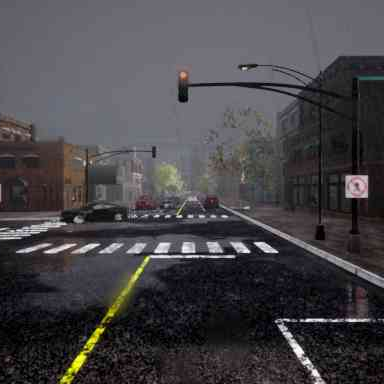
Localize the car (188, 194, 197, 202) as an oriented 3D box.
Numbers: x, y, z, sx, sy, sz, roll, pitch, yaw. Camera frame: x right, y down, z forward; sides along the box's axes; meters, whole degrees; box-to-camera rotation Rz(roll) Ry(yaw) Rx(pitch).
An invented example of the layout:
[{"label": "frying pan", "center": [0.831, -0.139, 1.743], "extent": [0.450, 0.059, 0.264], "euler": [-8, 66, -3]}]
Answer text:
[{"label": "car", "center": [0.039, 1.335, 79.249], "extent": [2.097, 1.767, 4.553], "euler": [0, 0, 0]}]

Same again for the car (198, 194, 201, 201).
[{"label": "car", "center": [2.719, 1.536, 63.559], "extent": [2.008, 1.369, 4.403], "euler": [-1, 0, 0]}]

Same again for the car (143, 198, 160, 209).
[{"label": "car", "center": [-5.670, 1.534, 46.930], "extent": [1.887, 1.381, 4.507], "euler": [-1, 0, 0]}]

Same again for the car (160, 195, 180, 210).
[{"label": "car", "center": [-3.071, 1.483, 42.521], "extent": [2.128, 1.511, 4.902], "euler": [0, 0, 0]}]

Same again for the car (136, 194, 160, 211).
[{"label": "car", "center": [-5.674, 1.306, 41.386], "extent": [2.192, 1.841, 5.009], "euler": [-1, 0, 0]}]

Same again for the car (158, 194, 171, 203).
[{"label": "car", "center": [-5.661, 1.298, 69.107], "extent": [2.192, 1.841, 5.009], "euler": [-1, 0, 0]}]

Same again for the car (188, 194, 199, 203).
[{"label": "car", "center": [0.131, 1.509, 69.111], "extent": [1.812, 1.442, 4.674], "euler": [0, 0, 0]}]

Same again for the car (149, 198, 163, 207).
[{"label": "car", "center": [-5.667, 1.570, 52.475], "extent": [1.802, 1.307, 4.206], "euler": [-1, 0, 0]}]

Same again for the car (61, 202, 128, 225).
[{"label": "car", "center": [-7.291, 1.526, 25.182], "extent": [5.008, 1.535, 1.882], "euler": [-1, 2, -40]}]

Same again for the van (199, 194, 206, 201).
[{"label": "van", "center": [2.728, 1.319, 85.735], "extent": [1.690, 1.788, 3.998], "euler": [-1, 0, 0]}]

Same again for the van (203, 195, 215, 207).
[{"label": "van", "center": [2.712, 1.329, 52.471], "extent": [1.690, 1.788, 3.998], "euler": [-1, 0, 0]}]

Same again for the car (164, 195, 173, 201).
[{"label": "car", "center": [-5.654, 1.525, 80.195], "extent": [1.887, 1.381, 4.507], "euler": [-1, 0, 0]}]

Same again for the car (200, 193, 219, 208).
[{"label": "car", "center": [2.709, 1.304, 46.927], "extent": [2.192, 1.841, 5.009], "euler": [-1, 0, 0]}]
